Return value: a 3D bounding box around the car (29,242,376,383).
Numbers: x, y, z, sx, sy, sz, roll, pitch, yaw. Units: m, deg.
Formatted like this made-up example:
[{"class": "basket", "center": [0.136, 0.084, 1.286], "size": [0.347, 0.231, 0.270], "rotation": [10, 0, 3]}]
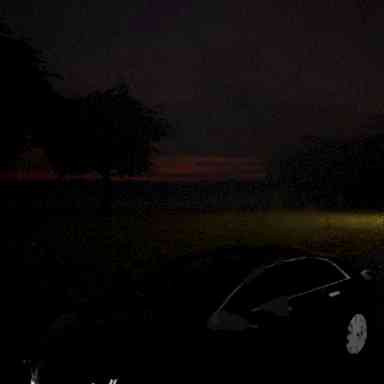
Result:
[{"class": "car", "center": [0.561, 1.512, 4.390], "size": [4.892, 1.490, 1.837], "rotation": [0, 0, -35]}]
